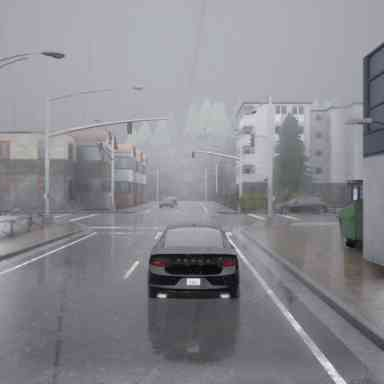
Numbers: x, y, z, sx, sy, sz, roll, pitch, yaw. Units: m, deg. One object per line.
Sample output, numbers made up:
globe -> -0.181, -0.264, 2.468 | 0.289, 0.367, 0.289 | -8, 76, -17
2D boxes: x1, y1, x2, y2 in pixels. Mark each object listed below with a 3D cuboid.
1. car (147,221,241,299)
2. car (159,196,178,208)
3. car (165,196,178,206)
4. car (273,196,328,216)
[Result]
car -> 0.052, 1.478, 8.505 | 1.882, 1.535, 5.008 | 0, 0, 1
car -> -3.567, 1.547, 47.423 | 2.033, 1.411, 5.357 | 0, 0, 0
car -> -3.550, 1.478, 57.735 | 1.882, 1.535, 5.008 | 0, 0, 1
car -> 9.445, 1.176, 29.385 | 4.553, 1.767, 2.097 | 0, 0, 2
